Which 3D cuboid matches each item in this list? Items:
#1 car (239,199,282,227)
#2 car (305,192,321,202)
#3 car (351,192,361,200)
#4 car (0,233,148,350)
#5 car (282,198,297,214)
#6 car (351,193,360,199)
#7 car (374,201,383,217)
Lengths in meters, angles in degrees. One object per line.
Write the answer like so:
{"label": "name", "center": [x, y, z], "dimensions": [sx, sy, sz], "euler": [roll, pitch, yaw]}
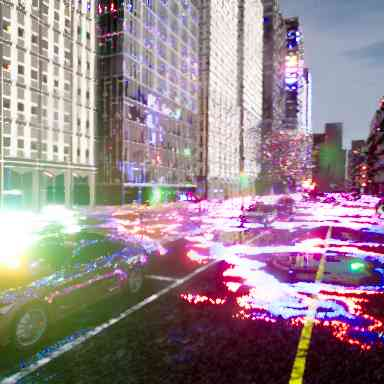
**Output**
{"label": "car", "center": [4.299, 1.315, 21.163], "dimensions": [1.752, 1.417, 4.829], "euler": [1, 1, 24]}
{"label": "car", "center": [21.966, 0.855, 61.047], "dimensions": [2.192, 1.841, 5.009], "euler": [1, 1, 24]}
{"label": "car", "center": [38.572, 1.115, 77.855], "dimensions": [1.947, 1.339, 4.313], "euler": [1, 1, 24]}
{"label": "car", "center": [-2.354, 1.477, 6.144], "dimensions": [1.802, 1.307, 4.206], "euler": [1, 1, 24]}
{"label": "car", "center": [8.848, 1.265, 31.436], "dimensions": [1.887, 1.381, 4.507], "euler": [1, 1, 24]}
{"label": "car", "center": [40.877, 1.047, 83.060], "dimensions": [1.752, 1.417, 4.829], "euler": [1, 1, 24]}
{"label": "car", "center": [16.510, 1.394, 28.044], "dimensions": [2.008, 1.369, 4.403], "euler": [1, 1, 24]}
